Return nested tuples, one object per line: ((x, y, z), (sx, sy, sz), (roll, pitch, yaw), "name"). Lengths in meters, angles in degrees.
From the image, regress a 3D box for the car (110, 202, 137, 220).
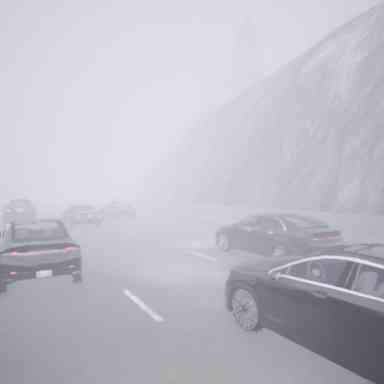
((-6.073, 1.495, 27.018), (1.895, 1.301, 4.718), (-1, 0, -28), "car")

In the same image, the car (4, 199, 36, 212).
((-12.755, 1.326, 24.727), (2.097, 1.767, 4.553), (-1, 0, -28), "car")

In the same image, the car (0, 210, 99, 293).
((-4.229, 1.477, 9.011), (2.128, 1.511, 4.902), (-1, 0, -29), "car")

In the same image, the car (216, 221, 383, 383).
((2.318, 1.441, 4.360), (2.128, 1.511, 4.902), (-1, 0, -29), "car")

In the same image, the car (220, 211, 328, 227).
((2.624, 1.410, 11.072), (1.837, 1.490, 4.892), (-1, 0, -29), "car")

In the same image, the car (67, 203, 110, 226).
((-7.260, 1.485, 21.819), (2.033, 1.411, 5.357), (-1, 0, -28), "car")
